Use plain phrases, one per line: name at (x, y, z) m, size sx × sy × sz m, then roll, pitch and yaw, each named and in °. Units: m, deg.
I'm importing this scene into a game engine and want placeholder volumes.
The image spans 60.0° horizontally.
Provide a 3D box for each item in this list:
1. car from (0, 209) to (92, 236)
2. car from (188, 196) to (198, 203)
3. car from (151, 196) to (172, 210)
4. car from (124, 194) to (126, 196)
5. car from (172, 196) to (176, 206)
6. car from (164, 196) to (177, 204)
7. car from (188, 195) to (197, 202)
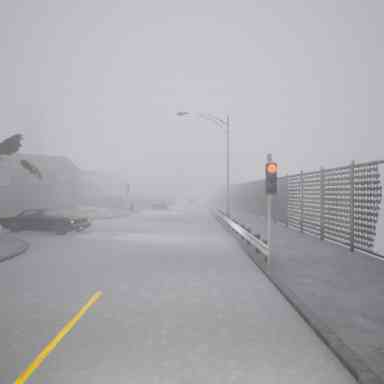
car at (-7.926, 1.601, 18.209) m, size 4.718 × 1.301 × 1.895 m, roll 0°, pitch 0°, yaw 17°
car at (0.161, 1.547, 68.020) m, size 2.033 × 1.411 × 5.357 m, roll 0°, pitch 0°, yaw -1°
car at (-4.062, 1.478, 42.801) m, size 1.882 × 1.535 × 5.008 m, roll 0°, pitch 0°, yaw 0°
car at (-17.212, 1.134, 78.245) m, size 3.633 × 1.501 × 1.845 m, roll 0°, pitch 0°, yaw 0°
car at (-4.047, 1.505, 52.519) m, size 1.837 × 1.490 × 4.892 m, roll 0°, pitch 0°, yaw 0°
car at (-4.005, 1.547, 62.975) m, size 2.033 × 1.411 × 5.357 m, roll 0°, pitch 0°, yaw 0°
car at (0.066, 1.540, 78.648) m, size 2.033 × 1.411 × 5.357 m, roll 0°, pitch 0°, yaw 0°
